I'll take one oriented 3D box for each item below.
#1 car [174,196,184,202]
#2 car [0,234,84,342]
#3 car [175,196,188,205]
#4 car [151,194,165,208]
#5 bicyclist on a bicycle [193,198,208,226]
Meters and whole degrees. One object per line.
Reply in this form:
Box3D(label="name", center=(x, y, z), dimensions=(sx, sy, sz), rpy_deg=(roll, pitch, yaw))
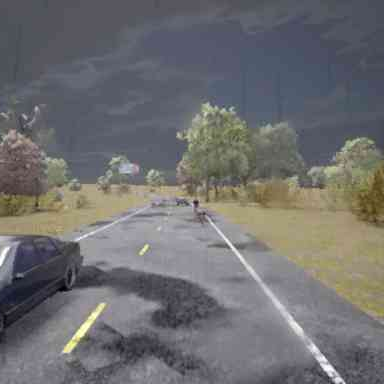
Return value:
Box3D(label="car", center=(-2.902, 1.510, 74.214), dimensions=(1.895, 1.301, 4.718), rpy_deg=(0, 0, -5))
Box3D(label="car", center=(-3.644, 1.546, 6.230), dimensions=(2.033, 1.411, 5.357), rpy_deg=(0, 0, 0))
Box3D(label="car", center=(-1.642, 1.472, 56.678), dimensions=(1.812, 1.442, 4.674), rpy_deg=(0, 0, -3))
Box3D(label="car", center=(-4.816, 1.454, 47.520), dimensions=(2.128, 1.511, 4.902), rpy_deg=(0, 0, -3))
Box3D(label="bicyclist on a bicycle", center=(0.679, 1.424, 22.362), dimensions=(0.866, 1.612, 1.509), rpy_deg=(0, 0, -2))
